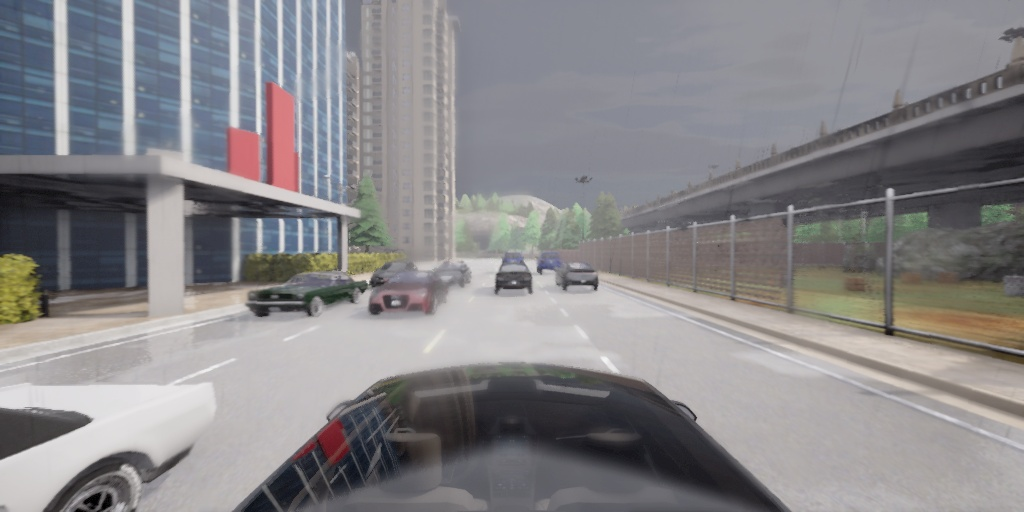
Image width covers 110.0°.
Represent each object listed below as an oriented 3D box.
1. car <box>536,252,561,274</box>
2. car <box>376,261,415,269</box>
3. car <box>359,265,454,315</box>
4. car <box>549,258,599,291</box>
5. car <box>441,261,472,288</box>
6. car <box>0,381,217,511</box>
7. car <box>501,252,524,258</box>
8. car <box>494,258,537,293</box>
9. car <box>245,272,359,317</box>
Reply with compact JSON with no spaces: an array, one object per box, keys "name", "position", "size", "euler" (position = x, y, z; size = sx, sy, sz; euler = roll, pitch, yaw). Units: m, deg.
[{"name":"car","position":[3.537,0.635,34.567],"size":[2.150,2.045,5.566],"euler":[0,0,0]},{"name":"car","position":[-7.034,1.065,22.034],"size":[1.837,1.490,4.892],"euler":[0,1,0]},{"name":"car","position":[-3.508,1.211,12.835],"size":[1.994,1.385,4.181],"euler":[0,1,0]},{"name":"car","position":[3.544,1.049,20.142],"size":[2.128,1.511,4.902],"euler":[0,0,1]},{"name":"car","position":[-3.536,1.049,21.717],"size":[2.128,1.511,4.902],"euler":[0,1,0]},{"name":"car","position":[-3.600,1.366,0.970],"size":[1.895,1.301,4.718],"euler":[0,1,0]},{"name":"car","position":[0.083,0.623,36.603],"size":[2.150,2.045,5.566],"euler":[0,1,0]},{"name":"car","position":[0.091,1.054,19.075],"size":[1.882,1.535,5.008],"euler":[0,1,0]},{"name":"car","position":[-7.007,1.255,12.808],"size":[1.895,1.301,4.718],"euler":[0,1,0]}]
